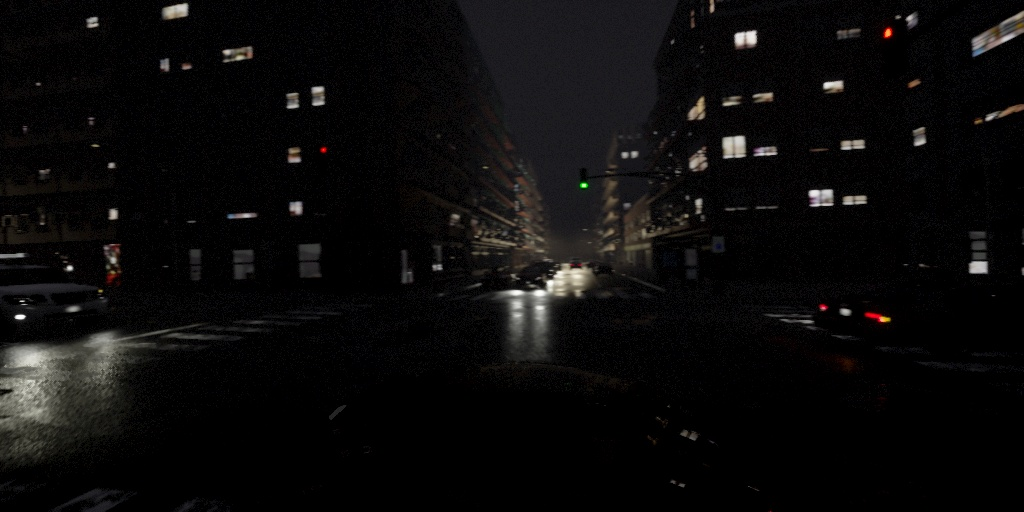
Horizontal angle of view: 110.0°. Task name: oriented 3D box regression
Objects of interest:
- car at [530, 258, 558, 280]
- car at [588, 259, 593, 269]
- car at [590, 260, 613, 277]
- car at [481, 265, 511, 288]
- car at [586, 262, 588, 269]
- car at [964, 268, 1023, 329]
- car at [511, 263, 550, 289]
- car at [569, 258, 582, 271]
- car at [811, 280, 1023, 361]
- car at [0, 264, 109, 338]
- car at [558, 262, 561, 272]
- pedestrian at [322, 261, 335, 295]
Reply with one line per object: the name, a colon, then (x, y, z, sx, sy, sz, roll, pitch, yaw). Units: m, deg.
car: (2.980, 1.310, 34.276, 2.097, 1.767, 4.553, -2, -1, 10)
car: (10.200, 1.352, 41.785, 1.888, 1.381, 4.507, 0, 0, 10)
car: (9.225, 1.336, 36.232, 2.007, 1.370, 4.403, 0, 0, 10)
car: (-0.974, 1.448, 26.577, 1.967, 1.591, 4.097, 0, 0, 10)
car: (13.124, 1.311, 58.447, 1.967, 1.591, 4.097, 0, 0, 10)
car: (15.708, 1.092, 9.217, 4.902, 1.511, 2.128, -1, 0, 9)
car: (1.434, 1.450, 25.470, 1.812, 1.442, 4.674, -2, -1, 10)
car: (9.919, 1.467, 55.431, 1.812, 1.442, 4.674, -2, -1, 10)
car: (9.460, 1.218, 7.316, 5.357, 1.411, 2.033, 0, 0, 4)
car: (-15.756, 1.263, 11.102, 5.566, 2.045, 2.150, -1, 0, 9)
car: (4.598, 1.497, 43.363, 1.837, 1.490, 4.892, -2, -1, 10)
pedestrian: (-9.525, 1.101, 18.694, 0.375, 1.860, 0.375, -2, -1, 9)
